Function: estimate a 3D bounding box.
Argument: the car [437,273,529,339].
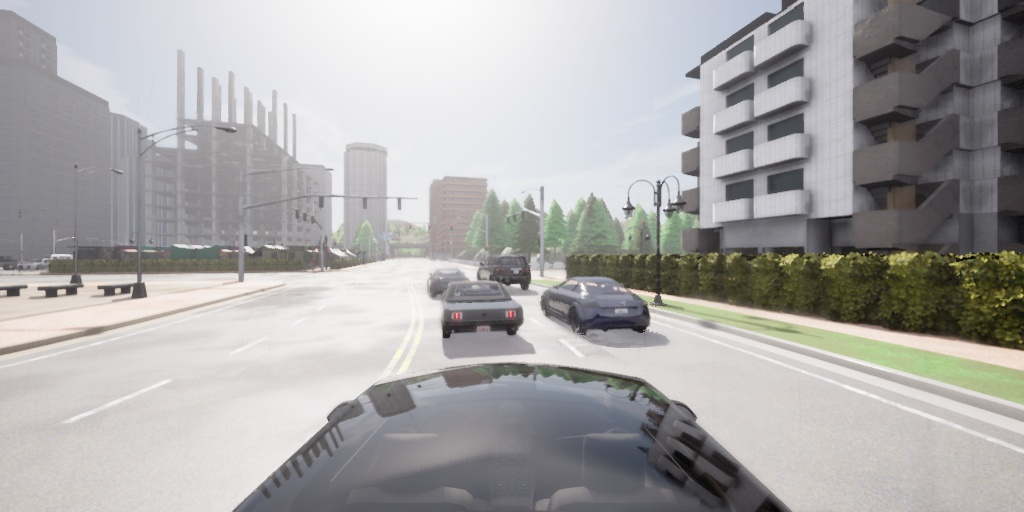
[{"bbox_3d":[-1.080,1.344,10.175,1.895,1.301,4.718,0,0,-12],"label":"car"}]

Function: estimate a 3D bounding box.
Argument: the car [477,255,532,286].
[{"bbox_3d":[-0.603,0.955,21.909,2.150,2.045,5.566,0,0,-18],"label":"car"}]

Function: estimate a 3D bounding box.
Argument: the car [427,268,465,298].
[{"bbox_3d":[-3.327,1.300,18.642,1.994,1.385,4.181,0,0,-16],"label":"car"}]

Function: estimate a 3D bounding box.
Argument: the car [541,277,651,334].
[{"bbox_3d":[2.264,1.307,10.698,1.994,1.385,4.181,0,0,-11],"label":"car"}]
